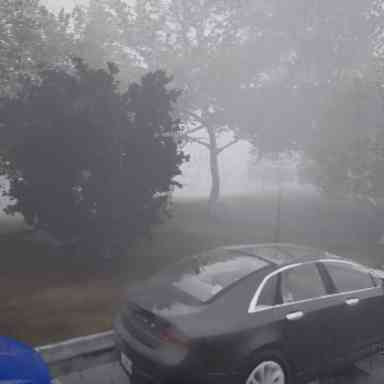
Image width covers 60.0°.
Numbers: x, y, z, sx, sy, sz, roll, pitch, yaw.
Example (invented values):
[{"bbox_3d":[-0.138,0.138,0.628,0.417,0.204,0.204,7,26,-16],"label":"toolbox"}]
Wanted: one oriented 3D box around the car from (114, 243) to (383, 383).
[{"bbox_3d":[1.400,1.483,4.658,4.892,1.521,2.231,1,0,-32],"label":"car"}]
